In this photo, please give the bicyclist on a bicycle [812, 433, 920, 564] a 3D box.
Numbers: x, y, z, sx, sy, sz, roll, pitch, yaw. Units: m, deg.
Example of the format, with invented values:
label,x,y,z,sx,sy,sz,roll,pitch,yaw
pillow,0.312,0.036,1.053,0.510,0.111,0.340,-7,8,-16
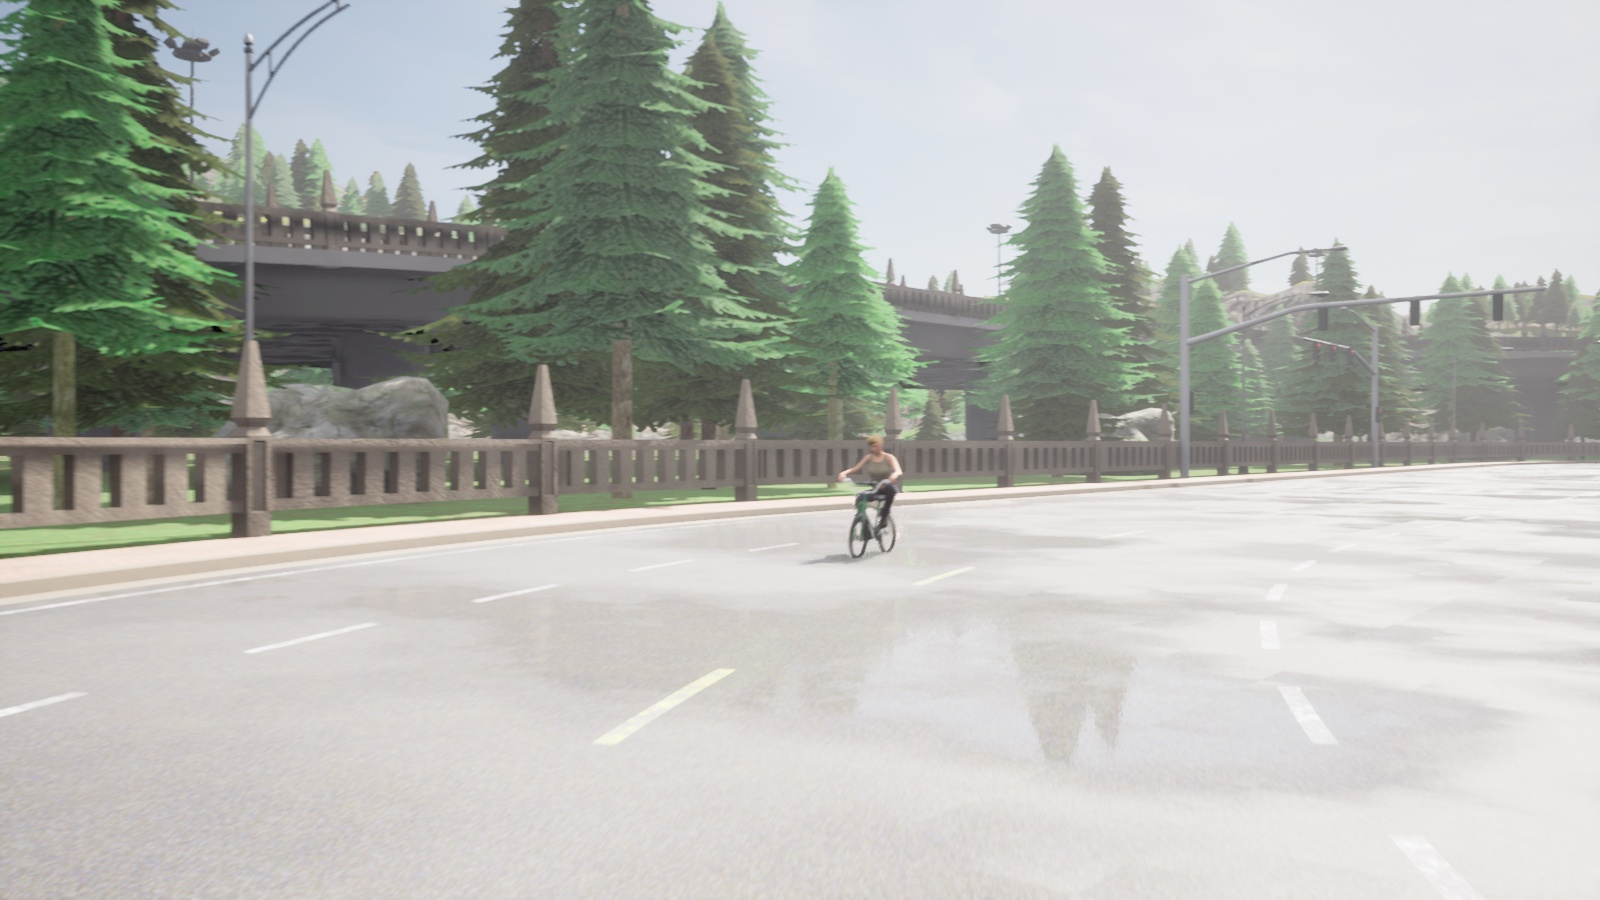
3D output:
label,x,y,z,sx,sy,sz,roll,pitch,yaw
bicyclist on a bicycle,0.884,0.592,16.421,0.866,1.612,1.509,1,1,27
